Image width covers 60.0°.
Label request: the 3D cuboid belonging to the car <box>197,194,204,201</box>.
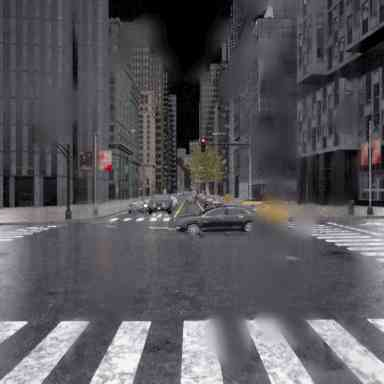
[{"bbox_3d":[2.493,1.564,62.567,2.008,1.369,4.403,0,0,0],"label":"car"}]

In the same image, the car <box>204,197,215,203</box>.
[{"bbox_3d":[2.662,1.554,36.362,2.008,1.369,4.403,0,0,0],"label":"car"}]

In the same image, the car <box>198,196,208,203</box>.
[{"bbox_3d":[2.425,1.586,73.146,1.947,1.339,4.313,0,0,0],"label":"car"}]

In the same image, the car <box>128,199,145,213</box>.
[{"bbox_3d":[-5.863,1.554,36.311,2.008,1.369,4.403,0,0,0],"label":"car"}]

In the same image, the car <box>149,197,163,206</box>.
[{"bbox_3d":[-5.989,1.576,55.874,1.947,1.339,4.313,0,0,0],"label":"car"}]

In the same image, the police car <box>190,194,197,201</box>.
[{"bbox_3d":[0.452,1.460,90.537,1.930,1.638,5.238,0,0,0],"label":"police car"}]

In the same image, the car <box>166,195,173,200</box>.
[{"bbox_3d":[-6.233,1.620,93.766,1.802,1.307,4.206,0,0,0],"label":"car"}]

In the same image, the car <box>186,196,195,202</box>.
[{"bbox_3d":[-0.345,1.546,74.835,1.812,1.442,4.674,0,0,0],"label":"car"}]

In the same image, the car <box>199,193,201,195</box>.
[{"bbox_3d":[2.458,1.542,68.026,1.752,1.417,4.829,0,0,0],"label":"car"}]

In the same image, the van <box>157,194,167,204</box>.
[{"bbox_3d":[-6.059,1.357,66.700,1.690,1.788,3.998,0,0,0],"label":"van"}]

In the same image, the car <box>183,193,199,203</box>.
[{"bbox_3d":[-0.180,1.506,64.641,2.128,1.511,4.902,0,0,-1],"label":"car"}]

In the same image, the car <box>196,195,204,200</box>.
[{"bbox_3d":[2.288,1.589,94.300,2.008,1.369,4.403,0,0,0],"label":"car"}]

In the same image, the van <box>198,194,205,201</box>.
[{"bbox_3d":[2.356,1.369,83.723,1.690,1.788,3.998,0,0,0],"label":"van"}]

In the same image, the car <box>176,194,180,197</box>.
[{"bbox_3d":[-3.301,1.535,54.616,1.812,1.442,4.674,0,0,0],"label":"car"}]

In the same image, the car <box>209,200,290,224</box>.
[{"bbox_3d":[4.006,1.417,22.595,5.008,1.535,1.882,-2,1,23],"label":"car"}]

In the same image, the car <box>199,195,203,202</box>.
[{"bbox_3d":[2.557,1.559,52.695,2.008,1.369,4.403,0,0,0],"label":"car"}]

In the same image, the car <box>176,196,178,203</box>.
[{"bbox_3d":[-3.247,1.607,44.575,1.895,1.301,4.718,0,0,0],"label":"car"}]

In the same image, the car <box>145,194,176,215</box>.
[{"bbox_3d":[-3.183,1.225,34.623,2.150,2.045,5.566,0,0,0],"label":"car"}]

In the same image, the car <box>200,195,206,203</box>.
[{"bbox_3d":[2.592,1.551,47.251,1.887,1.381,4.507,0,0,0],"label":"car"}]

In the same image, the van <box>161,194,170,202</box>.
[{"bbox_3d":[-6.129,1.365,77.527,1.690,1.788,3.998,0,0,0],"label":"van"}]

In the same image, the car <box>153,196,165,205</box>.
[{"bbox_3d":[-6.023,1.538,61.117,1.752,1.417,4.829,0,0,0],"label":"car"}]

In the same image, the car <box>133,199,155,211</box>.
[{"bbox_3d":[-5.895,1.556,41.303,2.008,1.369,4.403,0,0,0],"label":"car"}]

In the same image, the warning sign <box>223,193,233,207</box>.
[{"bbox_3d":[4.912,1.121,45.453,1.300,1.860,1.060,0,0,0],"label":"warning sign"}]

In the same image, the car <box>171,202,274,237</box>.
[{"bbox_3d":[1.541,1.488,17.633,4.892,1.490,1.837,-1,0,0],"label":"car"}]
